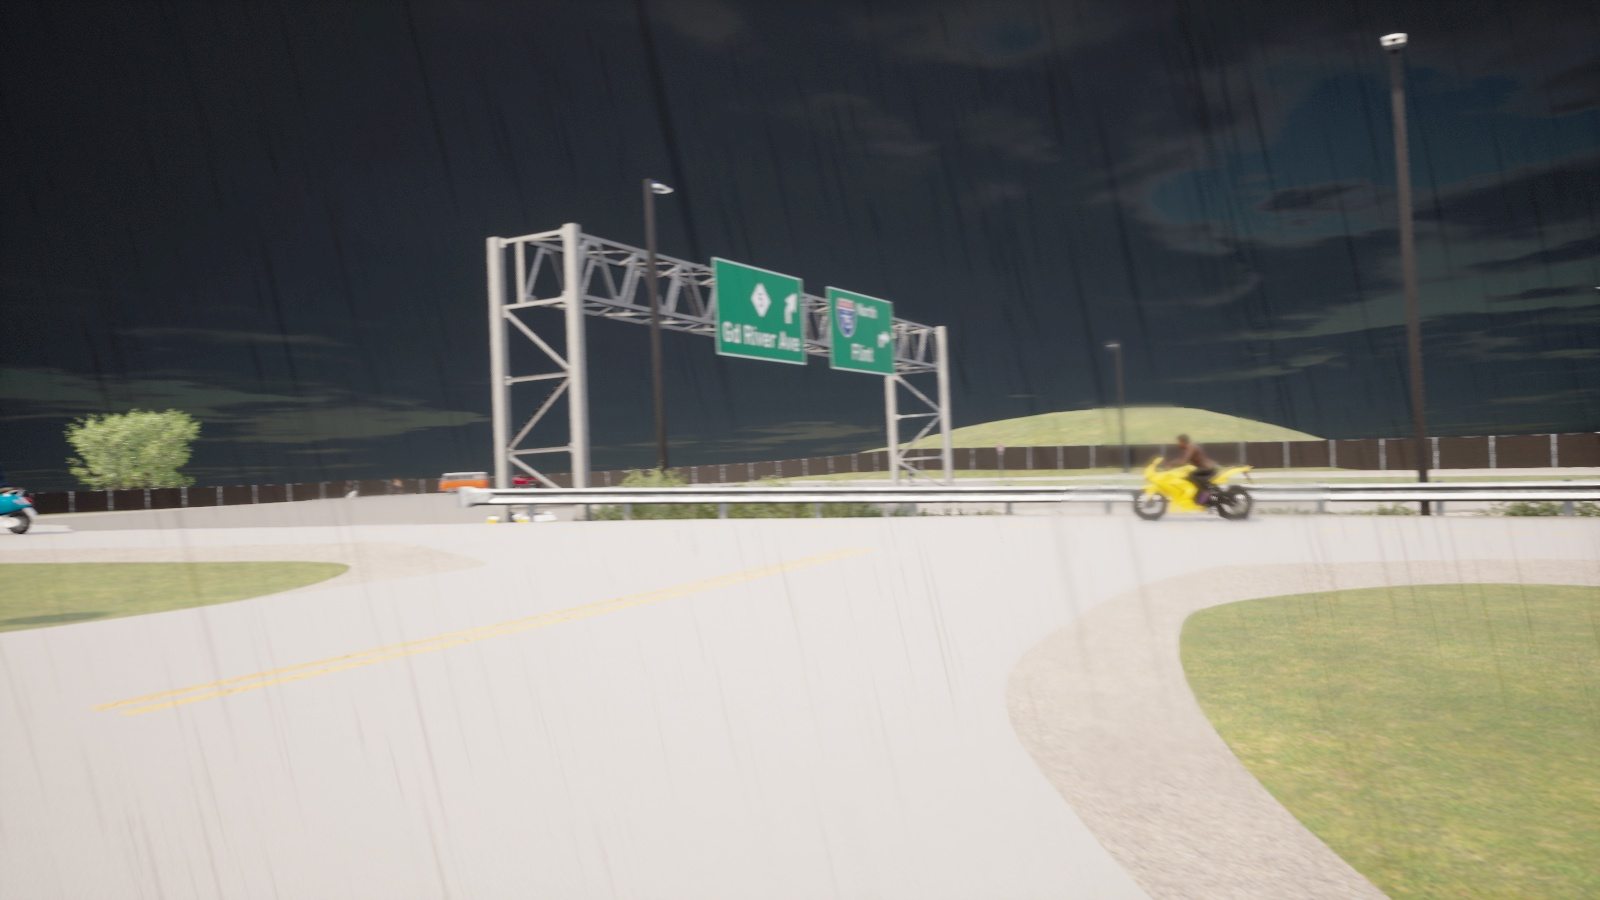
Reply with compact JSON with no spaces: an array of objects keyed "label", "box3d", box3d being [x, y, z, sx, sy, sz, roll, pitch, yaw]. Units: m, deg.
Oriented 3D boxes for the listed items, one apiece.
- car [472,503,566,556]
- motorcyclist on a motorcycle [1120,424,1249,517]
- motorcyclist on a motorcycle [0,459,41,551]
[{"label":"car","box3d":[-8.214,2.324,36.734,2.207,1.376,1.481,-4,-1,28]},{"label":"motorcyclist on a motorcycle","box3d":[6.631,0.361,21.644,2.044,1.523,0.797,-2,0,19]},{"label":"motorcyclist on a motorcycle","box3d":[-14.596,0.988,22.166,1.817,1.590,0.866,-2,-1,-7]}]
